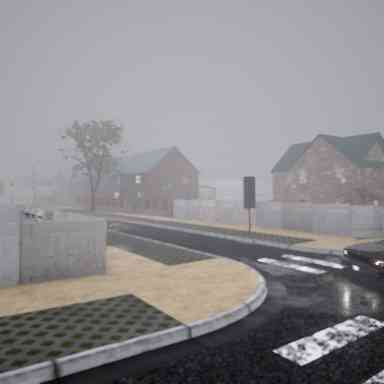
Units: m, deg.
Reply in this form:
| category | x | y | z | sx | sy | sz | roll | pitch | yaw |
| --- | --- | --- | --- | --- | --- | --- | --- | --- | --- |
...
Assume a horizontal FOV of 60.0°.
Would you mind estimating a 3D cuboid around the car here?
| category | x | y | z | sx | sy | sz | roll | pitch | yaw |
| --- | --- | --- | --- | --- | --- | --- | --- | --- | --- |
| car | 7.044 | 1.679 | 9.201 | 5.357 | 1.411 | 2.033 | 1 | 0 | -6 |
